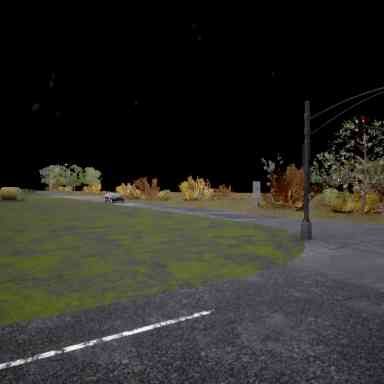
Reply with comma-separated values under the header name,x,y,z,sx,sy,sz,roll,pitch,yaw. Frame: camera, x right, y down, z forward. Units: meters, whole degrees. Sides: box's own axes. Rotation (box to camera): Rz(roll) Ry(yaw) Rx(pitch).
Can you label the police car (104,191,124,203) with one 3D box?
name,x,y,z,sx,sy,sz,roll,pitch,yaw
police car,-11.650,0.744,49.720,1.930,1.638,5.238,1,0,-32
